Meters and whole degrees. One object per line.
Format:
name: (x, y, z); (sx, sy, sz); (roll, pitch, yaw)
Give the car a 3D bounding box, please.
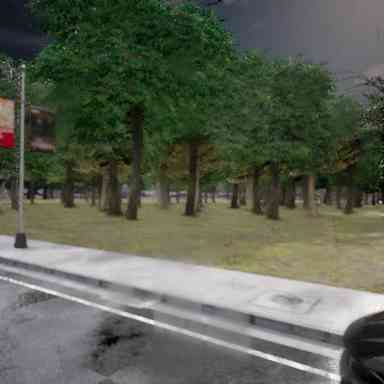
car: (3.716, 1.544, 2.252); (5.008, 1.535, 1.882); (0, -1, 35)
